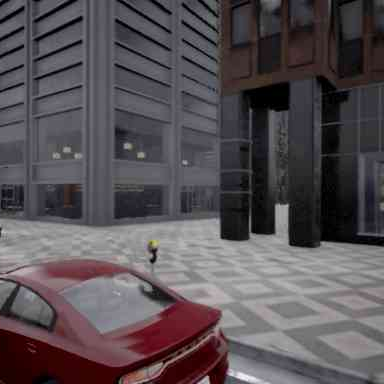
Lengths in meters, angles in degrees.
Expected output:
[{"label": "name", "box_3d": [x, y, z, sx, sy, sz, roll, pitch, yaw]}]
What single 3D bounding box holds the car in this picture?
[{"label": "car", "box_3d": [-1.730, 1.544, 4.195, 4.507, 1.381, 1.887, 0, 0, 36]}]
